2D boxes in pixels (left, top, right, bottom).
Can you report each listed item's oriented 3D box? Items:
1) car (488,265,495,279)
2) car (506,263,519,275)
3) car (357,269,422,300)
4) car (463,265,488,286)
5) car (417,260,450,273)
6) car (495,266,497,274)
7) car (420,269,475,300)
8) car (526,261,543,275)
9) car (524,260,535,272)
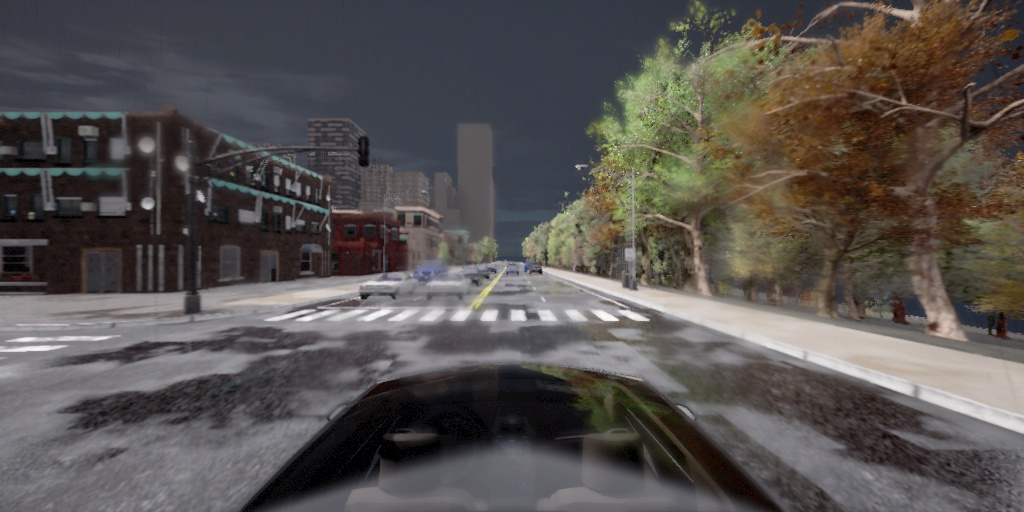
[{"bbox_3d":[-3.358,1.787,39.607,2.033,1.411,5.357,0,-1,0],"label":"car"},{"bbox_3d":[0.083,1.941,51.515,2.033,1.411,5.357,0,-1,0],"label":"car"},{"bbox_3d":[-6.615,1.582,19.631,1.895,1.301,4.718,0,-1,0],"label":"car"},{"bbox_3d":[-3.360,1.655,29.326,2.033,1.411,5.357,0,-1,0],"label":"car"},{"bbox_3d":[-6.615,1.339,30.356,2.150,2.045,5.566,0,0,-1],"label":"car"},{"bbox_3d":[-3.270,2.054,55.215,1.895,1.301,4.718,0,-1,0],"label":"car"},{"bbox_3d":[-3.357,1.583,19.653,1.895,1.301,4.718,0,-1,0],"label":"car"},{"bbox_3d":[3.332,1.896,51.211,1.837,1.490,4.892,0,-1,0],"label":"car"},{"bbox_3d":[3.238,1.745,61.626,2.150,2.045,5.566,0,-1,0],"label":"car"}]
